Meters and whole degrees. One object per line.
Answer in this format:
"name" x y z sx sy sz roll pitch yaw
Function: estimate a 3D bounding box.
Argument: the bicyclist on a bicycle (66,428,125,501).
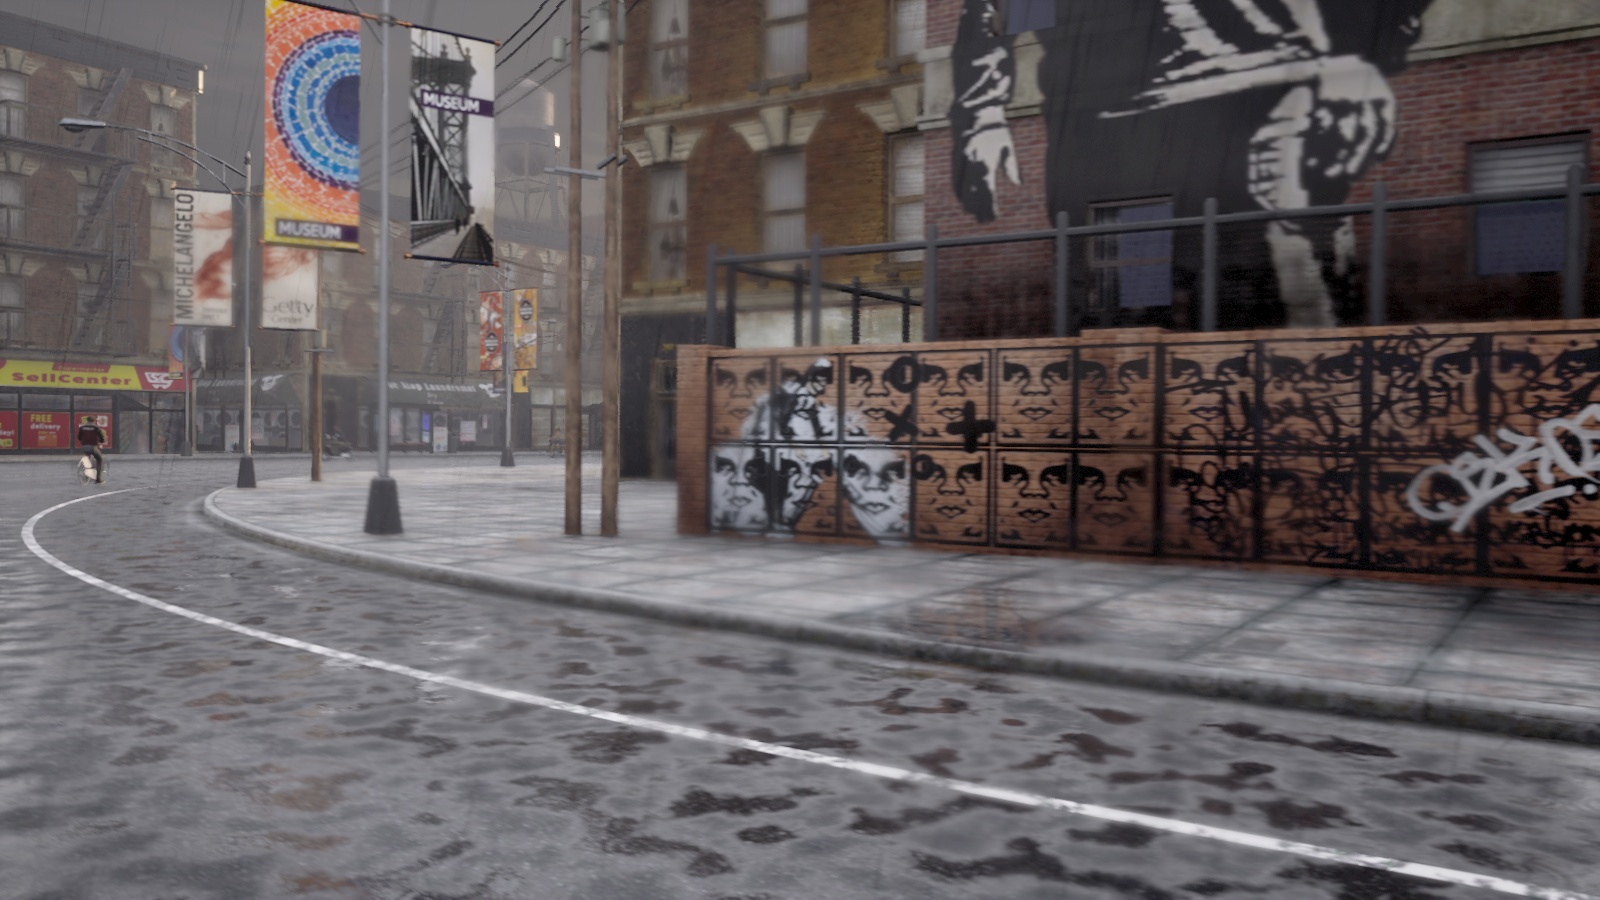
"bicyclist on a bicycle" -17.658 0.338 31.529 0.659 1.776 1.843 0 1 -8

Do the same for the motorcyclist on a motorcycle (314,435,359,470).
"motorcyclist on a motorcycle" -21.586 0.096 58.483 0.866 1.590 1.817 0 1 32
